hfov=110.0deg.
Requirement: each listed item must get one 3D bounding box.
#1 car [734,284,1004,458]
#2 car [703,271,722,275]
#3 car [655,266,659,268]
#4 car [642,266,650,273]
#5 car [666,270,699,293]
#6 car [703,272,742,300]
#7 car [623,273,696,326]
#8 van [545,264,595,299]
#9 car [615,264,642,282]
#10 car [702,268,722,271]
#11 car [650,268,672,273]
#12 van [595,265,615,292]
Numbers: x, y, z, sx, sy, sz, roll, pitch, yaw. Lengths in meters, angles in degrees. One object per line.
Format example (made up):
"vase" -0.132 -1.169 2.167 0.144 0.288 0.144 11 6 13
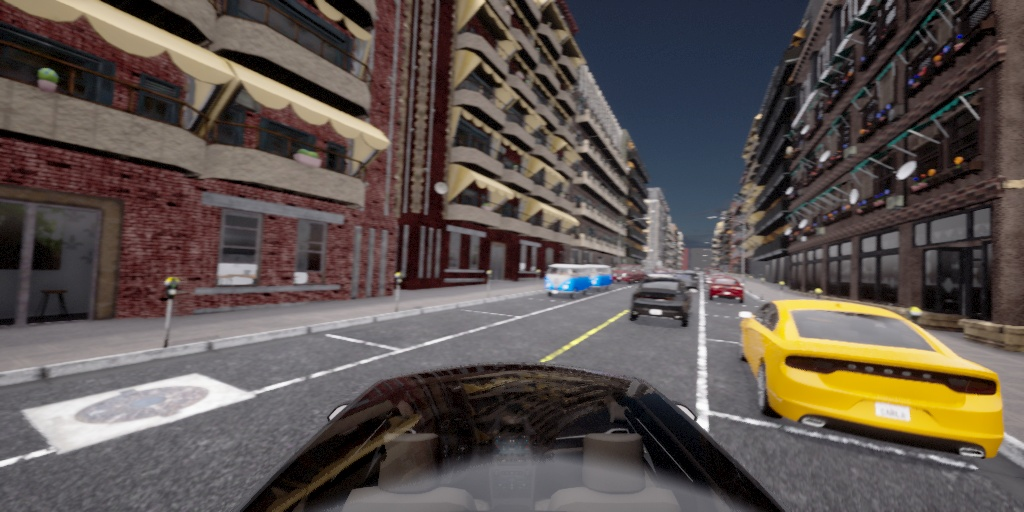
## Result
"car" 4.902 1.437 5.717 1.882 1.535 5.008 2 -1 28
"car" 15.277 2.073 26.332 1.888 1.381 4.507 0 0 28
"car" 18.682 2.461 49.624 1.948 1.339 4.313 0 0 28
"car" 13.512 1.916 39.849 2.192 1.841 5.009 0 0 28
"car" 13.402 2.040 28.025 1.994 1.385 4.181 2 -1 28
"car" 12.693 1.931 21.445 1.888 1.381 4.507 0 0 28
"car" 5.619 1.558 13.306 1.837 1.490 4.892 2 -1 28
"van" 3.173 1.371 20.301 1.690 1.789 3.998 0 0 28
"car" 10.928 1.772 34.962 2.192 1.841 5.009 0 0 28
"car" 17.869 2.112 31.217 1.967 1.591 4.097 0 0 28
"car" 16.388 2.307 39.819 1.895 1.301 4.718 2 -1 28
"van" 5.758 1.512 25.189 1.690 1.789 3.998 0 0 28
